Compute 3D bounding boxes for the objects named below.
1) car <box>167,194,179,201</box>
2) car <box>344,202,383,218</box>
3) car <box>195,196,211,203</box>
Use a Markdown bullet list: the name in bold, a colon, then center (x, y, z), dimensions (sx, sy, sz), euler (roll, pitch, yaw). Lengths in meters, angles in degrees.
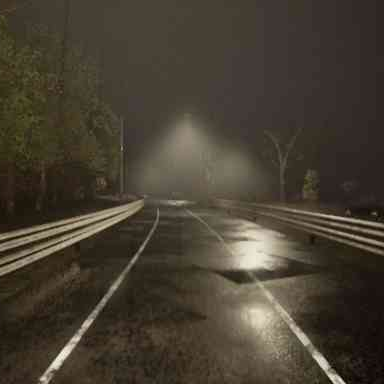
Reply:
- **car**: center (-5.016, 1.411, 86.469), dimensions (2.097, 1.767, 4.553), euler (0, 0, -24)
- **car**: center (17.904, 1.768, 33.825), dimensions (1.882, 1.535, 5.008), euler (0, 0, -24)
- **car**: center (2.287, 1.664, 69.692), dimensions (2.128, 1.511, 4.902), euler (0, 0, -24)
